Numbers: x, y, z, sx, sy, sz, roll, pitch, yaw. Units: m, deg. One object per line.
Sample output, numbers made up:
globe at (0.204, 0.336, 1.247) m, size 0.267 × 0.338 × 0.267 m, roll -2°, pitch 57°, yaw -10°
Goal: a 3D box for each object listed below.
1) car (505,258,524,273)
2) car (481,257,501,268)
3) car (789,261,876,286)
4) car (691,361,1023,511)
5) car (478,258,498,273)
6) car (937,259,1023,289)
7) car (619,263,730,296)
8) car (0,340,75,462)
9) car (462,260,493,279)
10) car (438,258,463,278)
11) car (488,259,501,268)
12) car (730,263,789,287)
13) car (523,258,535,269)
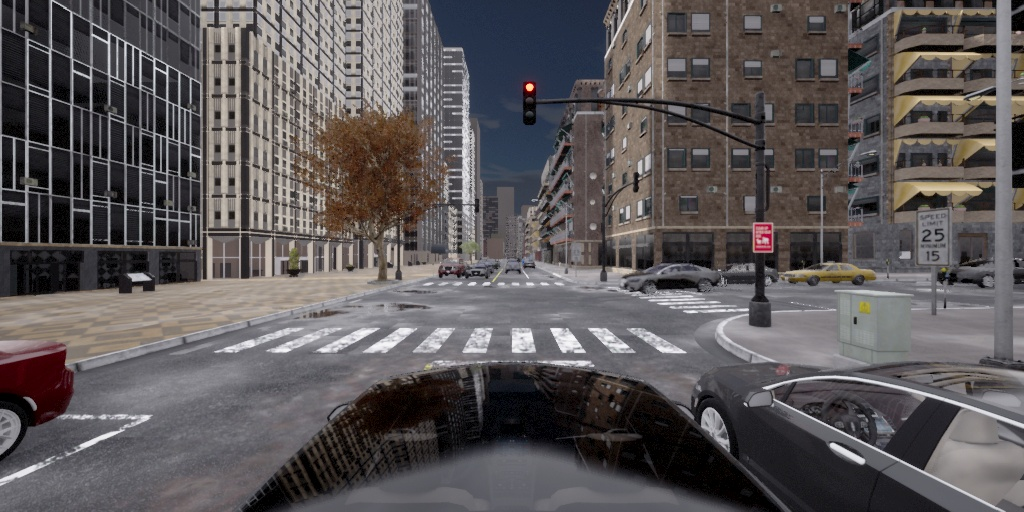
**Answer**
car at (0.125, 1.318, 44.419) m, size 2.033 × 1.411 × 5.357 m, roll 0°, pitch 0°, yaw 0°
car at (-3.074, 1.130, 52.408) m, size 2.097 × 1.767 × 4.553 m, roll 0°, pitch 0°, yaw 0°
car at (18.838, 0.992, 21.468) m, size 4.829 × 1.417 × 1.751 m, roll 0°, pitch 0°, yaw -1°
car at (2.689, 1.300, 2.002) m, size 2.007 × 1.370 × 4.403 m, roll 0°, pitch 0°, yaw 0°
car at (-3.088, 1.317, 42.259) m, size 2.033 × 1.411 × 5.357 m, roll 0°, pitch 0°, yaw 0°
car at (25.408, 0.885, 18.942) m, size 4.892 × 1.490 × 1.837 m, roll 0°, pitch 0°, yaw 0°
car at (8.002, 1.130, 18.365) m, size 4.902 × 1.511 × 2.128 m, roll -1°, pitch 0°, yaw -6°
car at (-5.691, 1.295, 2.005) m, size 1.888 × 1.381 × 4.507 m, roll 0°, pitch 0°, yaw 0°
car at (-3.082, 1.326, 32.874) m, size 1.994 × 1.385 × 4.181 m, roll 0°, pitch 0°, yaw 1°
car at (-5.682, 1.078, 34.393) m, size 2.192 × 1.841 × 5.009 m, roll 0°, pitch 0°, yaw 0°
car at (-3.030, 1.281, 62.786) m, size 2.128 × 1.511 × 4.902 m, roll 0°, pitch 0°, yaw 0°
car at (13.441, 1.095, 21.415) m, size 4.403 × 1.370 × 2.007 m, roll 0°, pitch 0°, yaw -1°
car at (2.706, 1.348, 56.481) m, size 1.948 × 1.339 × 4.313 m, roll 0°, pitch 0°, yaw 0°
